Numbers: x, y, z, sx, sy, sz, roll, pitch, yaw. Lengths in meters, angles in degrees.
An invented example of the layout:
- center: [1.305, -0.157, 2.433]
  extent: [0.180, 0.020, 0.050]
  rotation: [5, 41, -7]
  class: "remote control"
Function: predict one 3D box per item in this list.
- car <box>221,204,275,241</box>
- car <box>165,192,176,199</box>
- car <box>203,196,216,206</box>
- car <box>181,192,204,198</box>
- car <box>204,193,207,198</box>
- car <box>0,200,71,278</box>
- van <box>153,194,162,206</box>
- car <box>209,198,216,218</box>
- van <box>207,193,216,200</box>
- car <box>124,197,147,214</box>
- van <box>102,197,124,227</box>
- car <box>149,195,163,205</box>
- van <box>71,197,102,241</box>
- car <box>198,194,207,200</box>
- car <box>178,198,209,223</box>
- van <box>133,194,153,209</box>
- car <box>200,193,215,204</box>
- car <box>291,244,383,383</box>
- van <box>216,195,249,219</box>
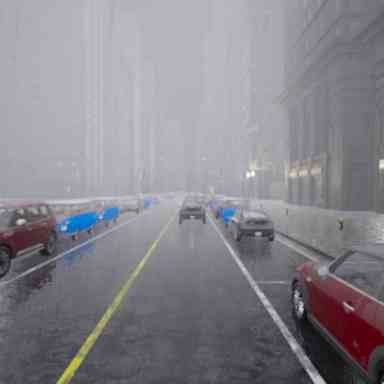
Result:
- center: [2.714, 1.472, 15.822]
  extent: [2.008, 1.369, 4.403]
  rotation: [0, 0, 0]
  class: "car"
- center: [-6.039, 0.922, 88.140]
  extent: [2.192, 1.841, 5.009]
  rotation: [0, 0, 0]
  class: "car"
- center: [2.607, 1.348, 49.887]
  extent: [1.802, 1.307, 4.206]
  rotation: [0, 0, 0]
  class: "car"
- center: [-0.026, 1.163, 40.057]
  extent: [2.097, 1.767, 4.553]
  rotation: [0, 0, 0]
  class: "car"
- center: [2.624, 1.231, 44.208]
  extent: [1.967, 1.590, 4.097]
  rotation: [0, 0, 0]
  class: "car"
- center: [-5.793, 1.269, 10.107]
  extent: [2.192, 1.841, 5.009]
  rotation: [0, 0, 0]
  class: "car"
- center: [-5.919, 1.112, 49.849]
  extent: [1.690, 1.788, 3.998]
  rotation: [0, 0, 0]
  class: "van"
- center: [2.678, 1.413, 27.177]
  extent: [1.887, 1.381, 4.507]
  rotation: [0, 0, 0]
  class: "car"
- center: [2.660, 1.183, 32.853]
  extent: [1.690, 1.788, 3.998]
  rotation: [0, 0, 0]
  class: "van"
- center: [-5.864, 1.429, 32.818]
  extent: [1.802, 1.307, 4.206]
  rotation: [0, 0, 0]
  class: "car"
- center: [-5.829, 1.241, 21.462]
  extent: [1.690, 1.788, 3.998]
  rotation: [0, 0, 0]
  class: "van"
- center: [-5.935, 1.272, 55.357]
  extent: [1.752, 1.417, 4.829]
  rotation: [0, 0, 0]
  class: "car"
- center: [-5.811, 1.268, 15.785]
  extent: [1.690, 1.788, 3.998]
  rotation: [0, 0, 0]
  class: "van"
- center: [2.504, 1.176, 82.537]
  extent: [2.008, 1.369, 4.403]
  rotation: [0, 0, 0]
  class: "car"
- center: [0.025, 1.389, 24.056]
  extent: [1.837, 1.490, 4.892]
  rotation: [0, 0, 0]
  class: "car"
- center: [-5.883, 1.163, 38.494]
  extent: [1.690, 1.788, 3.998]
  rotation: [0, 0, 0]
  class: "van"
- center: [2.589, 1.056, 55.563]
  extent: [2.192, 1.841, 5.009]
  rotation: [0, 0, 0]
  class: "car"
- center: [2.750, 1.416, 4.465]
  extent: [1.967, 1.590, 4.097]
  rotation: [0, 0, 0]
  class: "car"
- center: [2.696, 1.236, 21.498]
  extent: [1.690, 1.788, 3.998]
  rotation: [0, 0, 0]
  class: "van"
